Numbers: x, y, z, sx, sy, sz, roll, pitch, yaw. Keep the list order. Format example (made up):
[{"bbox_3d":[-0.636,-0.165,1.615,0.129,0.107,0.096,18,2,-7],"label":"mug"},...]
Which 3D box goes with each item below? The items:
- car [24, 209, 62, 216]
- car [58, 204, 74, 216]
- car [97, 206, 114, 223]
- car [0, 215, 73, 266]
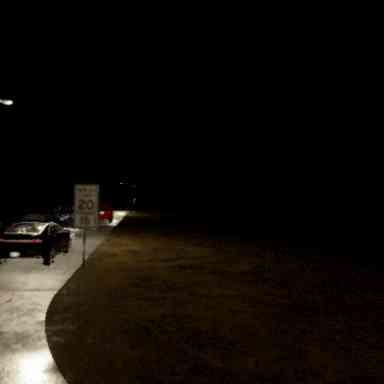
[{"bbox_3d":[-10.769,2.154,23.069,1.882,1.535,5.008,3,-2,-10],"label":"car"},{"bbox_3d":[-12.645,2.312,33.934,2.150,2.045,5.566,3,-3,-10],"label":"car"},{"bbox_3d":[-10.925,2.705,41.171,2.150,2.045,5.566,3,-3,-10],"label":"car"},{"bbox_3d":[-6.141,1.910,13.255,2.128,1.511,4.902,2,-3,-9],"label":"car"}]
